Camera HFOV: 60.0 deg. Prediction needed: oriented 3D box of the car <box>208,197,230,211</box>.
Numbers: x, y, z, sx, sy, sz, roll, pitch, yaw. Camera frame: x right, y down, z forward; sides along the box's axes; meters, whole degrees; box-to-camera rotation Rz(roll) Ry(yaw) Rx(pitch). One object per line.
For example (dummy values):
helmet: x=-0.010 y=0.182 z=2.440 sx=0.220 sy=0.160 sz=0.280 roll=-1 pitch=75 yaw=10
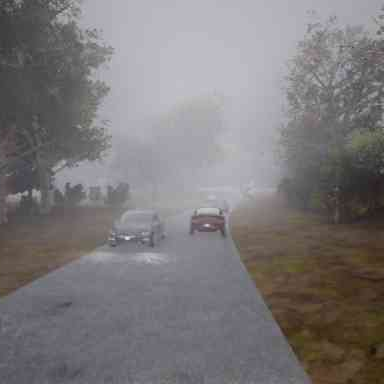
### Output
car: x=3.449 y=1.659 z=39.776 sx=1.994 sy=1.385 sz=4.181 roll=1 pitch=1 yaw=9

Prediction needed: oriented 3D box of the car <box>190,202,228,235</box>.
car: x=0.967 y=1.552 z=19.317 sx=1.882 sy=1.535 sz=5.008 roll=0 pitch=0 yaw=5

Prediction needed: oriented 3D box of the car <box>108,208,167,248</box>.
car: x=-2.296 y=1.532 z=15.021 sx=1.837 sy=1.490 sz=4.892 roll=0 pitch=0 yaw=4

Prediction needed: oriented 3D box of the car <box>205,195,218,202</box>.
car: x=3.335 y=1.179 z=54.781 sx=1.882 sy=1.535 sz=5.008 roll=2 pitch=2 yaw=13
